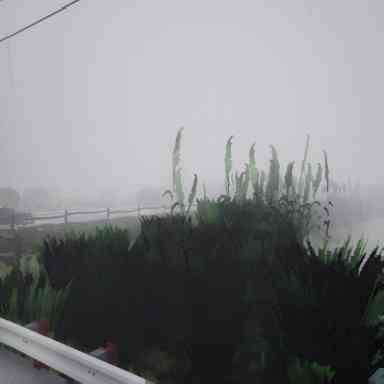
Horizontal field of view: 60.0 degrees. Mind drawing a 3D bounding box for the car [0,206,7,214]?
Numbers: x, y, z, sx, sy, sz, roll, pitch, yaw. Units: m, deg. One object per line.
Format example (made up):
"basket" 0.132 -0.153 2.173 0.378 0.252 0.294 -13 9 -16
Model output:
"car" -13.455 1.711 23.225 1.837 1.490 4.892 1 1 31
